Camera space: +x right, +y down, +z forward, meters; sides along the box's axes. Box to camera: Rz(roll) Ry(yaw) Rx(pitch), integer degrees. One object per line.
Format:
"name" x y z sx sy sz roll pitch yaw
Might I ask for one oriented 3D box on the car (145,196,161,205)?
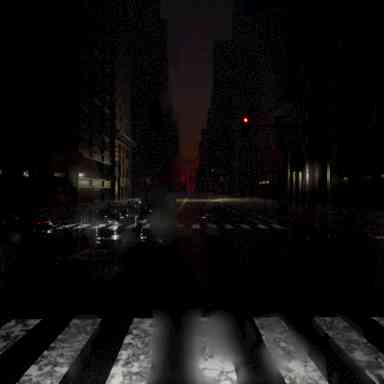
"car" -6.588 1.495 57.115 2.033 1.411 5.357 0 0 0

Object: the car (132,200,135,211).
"car" -6.618 1.575 37.052 1.895 1.301 4.718 0 0 0

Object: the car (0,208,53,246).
"car" -8.728 1.510 14.693 4.892 1.490 1.837 0 0 0

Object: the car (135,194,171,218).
"car" -3.364 1.203 29.983 2.150 2.045 5.566 0 0 0

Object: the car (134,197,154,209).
"car" -6.615 1.456 46.460 2.128 1.511 4.902 0 0 0

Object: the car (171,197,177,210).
"car" -3.367 1.463 40.077 2.128 1.511 4.902 0 0 0

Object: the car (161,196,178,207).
"car" -3.358 1.450 50.499 2.128 1.511 4.902 0 0 0

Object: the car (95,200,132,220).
"car" -6.632 1.584 27.936 1.895 1.301 4.718 0 0 1
